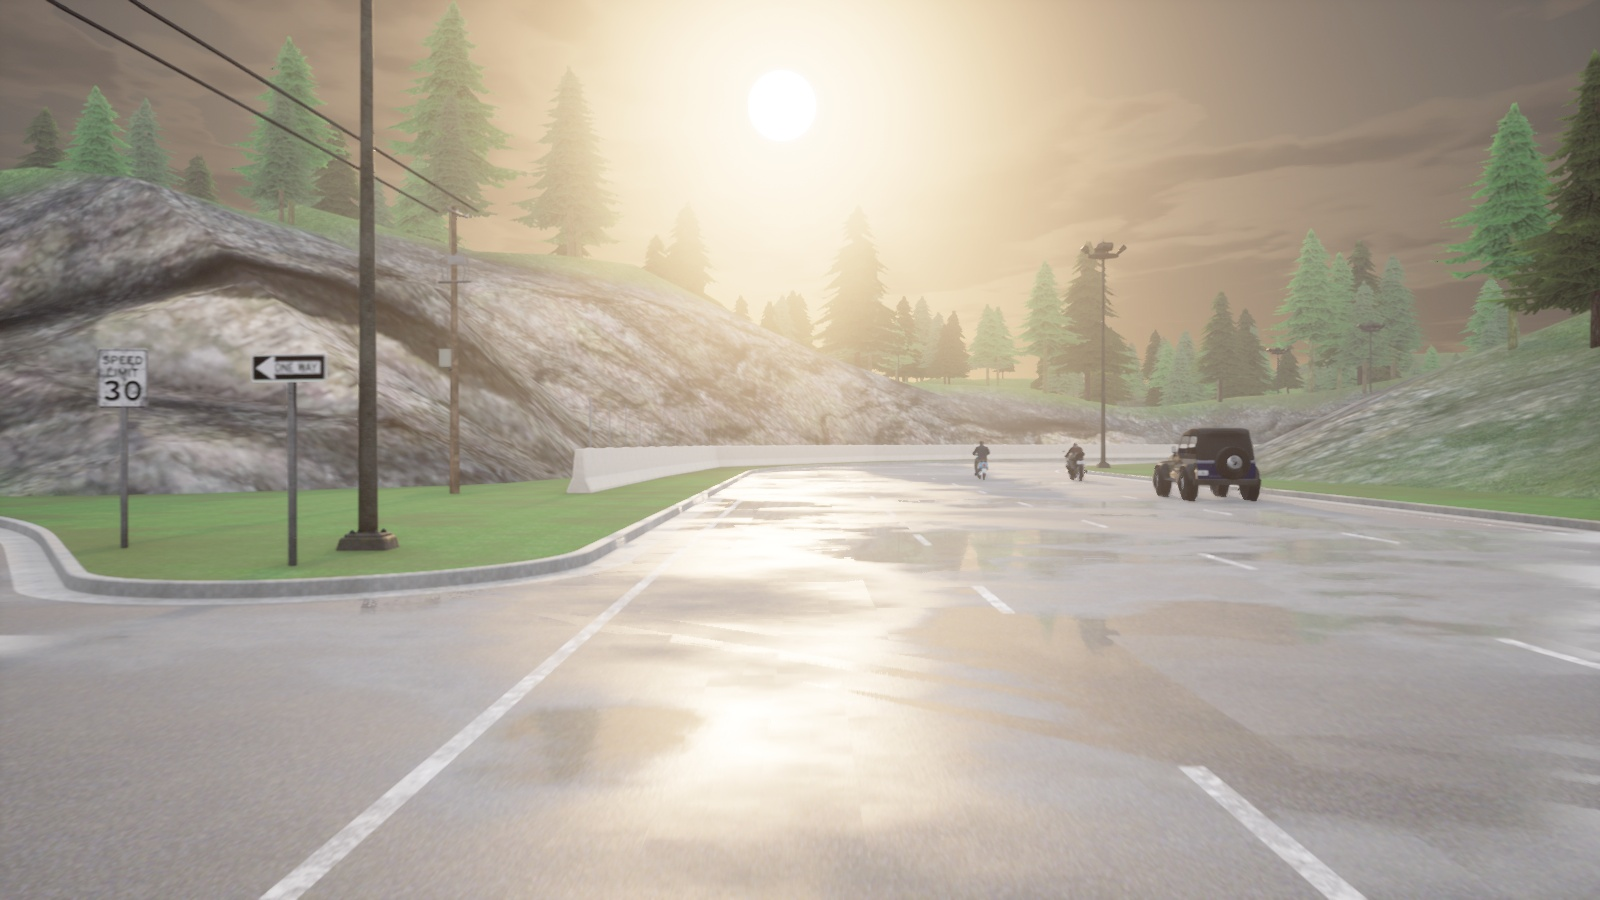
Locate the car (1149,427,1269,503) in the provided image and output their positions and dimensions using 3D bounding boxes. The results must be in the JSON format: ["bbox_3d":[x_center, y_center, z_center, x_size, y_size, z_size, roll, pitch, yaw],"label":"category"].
[{"bbox_3d":[10.704,0.364,33.156,1.905,1.878,3.866,0,0,0],"label":"car"}]

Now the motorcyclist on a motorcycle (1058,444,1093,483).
[{"bbox_3d":[10.795,0.512,49.273,0.866,1.530,2.191,0,0,0],"label":"motorcyclist on a motorcycle"}]

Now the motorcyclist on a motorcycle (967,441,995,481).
[{"bbox_3d":[7.304,0.420,50.662,0.866,1.590,1.817,0,0,0],"label":"motorcyclist on a motorcycle"}]
